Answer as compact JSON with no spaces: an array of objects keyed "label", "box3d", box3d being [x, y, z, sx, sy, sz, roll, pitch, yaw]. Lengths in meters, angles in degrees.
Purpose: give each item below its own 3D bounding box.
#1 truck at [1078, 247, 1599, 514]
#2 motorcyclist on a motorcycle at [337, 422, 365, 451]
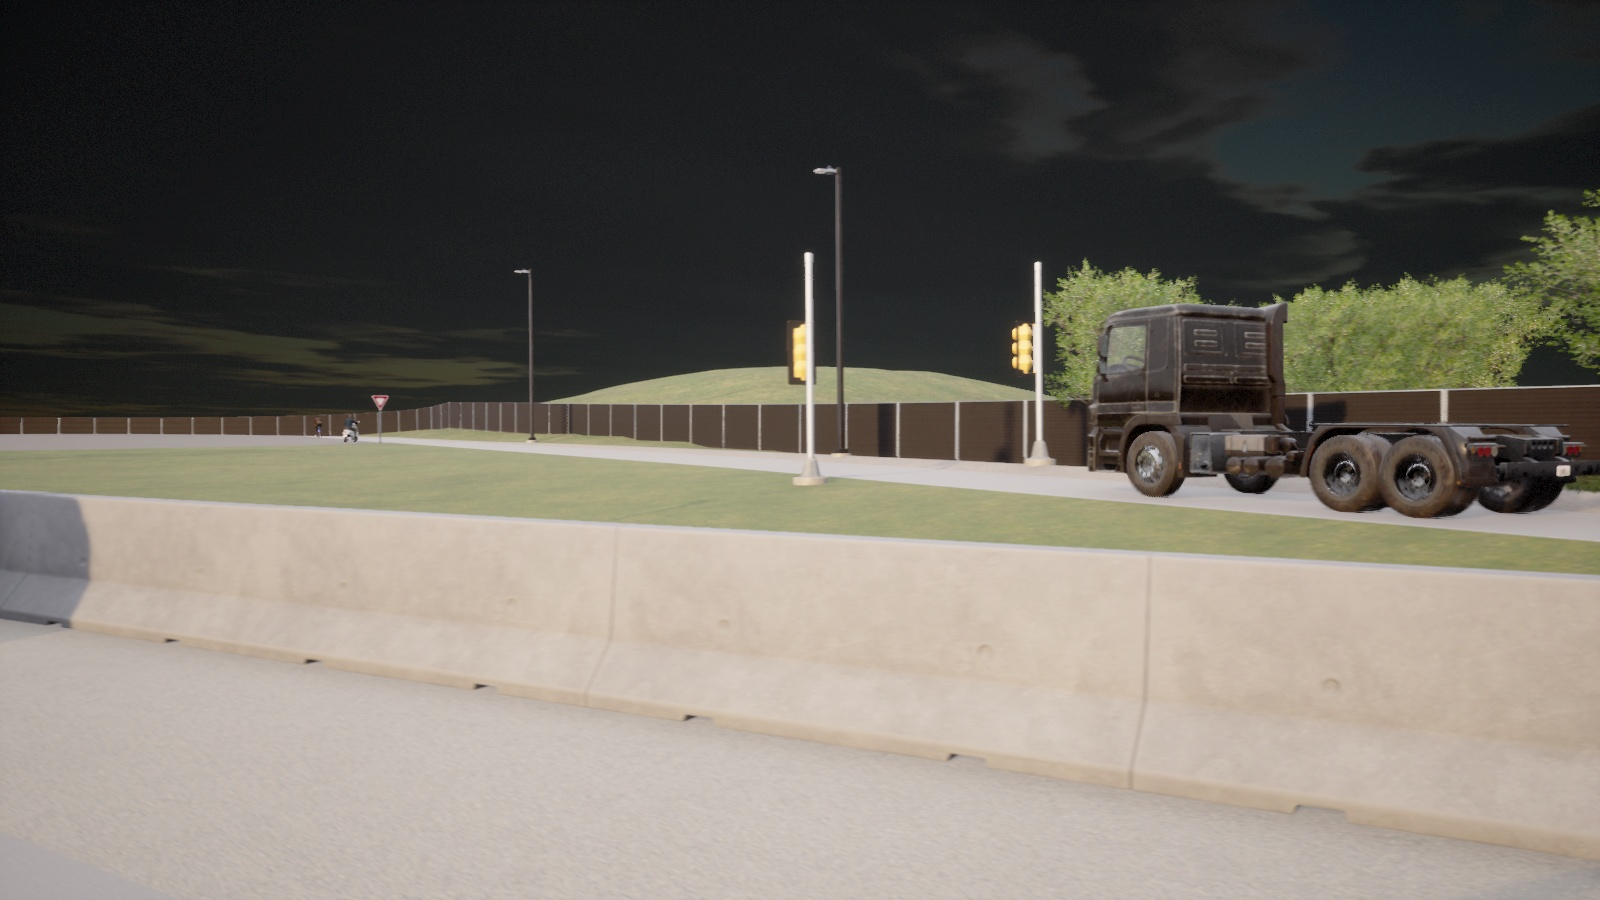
[{"label":"truck","box3d":[8.366,-1.004,20.475,2.891,3.462,7.936,-2,2,-30]},{"label":"motorcyclist on a motorcycle","box3d":[-25.032,-0.738,70.015,0.866,1.590,1.817,-1,1,1]}]
